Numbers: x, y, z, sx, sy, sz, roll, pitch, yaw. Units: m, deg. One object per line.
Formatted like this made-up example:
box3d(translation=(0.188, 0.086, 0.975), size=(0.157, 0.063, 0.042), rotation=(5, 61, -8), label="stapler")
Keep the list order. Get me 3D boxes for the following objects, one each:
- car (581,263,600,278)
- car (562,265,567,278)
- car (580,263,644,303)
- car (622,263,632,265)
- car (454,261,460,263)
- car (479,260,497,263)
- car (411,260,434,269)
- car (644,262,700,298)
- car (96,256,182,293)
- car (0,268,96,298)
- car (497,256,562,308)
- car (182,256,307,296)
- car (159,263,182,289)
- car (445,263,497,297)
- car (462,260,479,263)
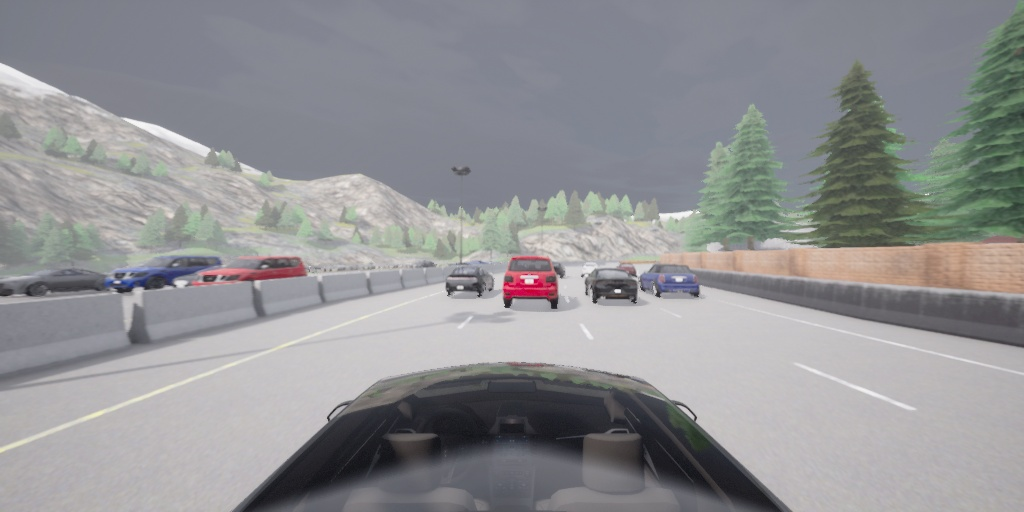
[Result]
box3d(translation=(8.257, 1.444, 37.335), size=(1.812, 1.442, 4.674), rotation=(0, 0, 14), label="car")
box3d(translation=(4.340, 1.407, 36.003), size=(1.837, 1.490, 4.892), rotation=(0, 0, 13), label="car")
box3d(translation=(4.577, 1.303, 17.140), size=(1.882, 1.535, 5.008), rotation=(0, 0, 6), label="car")
box3d(translation=(11.963, 1.456, 37.645), size=(1.812, 1.442, 4.674), rotation=(0, 0, 14), label="car")
box3d(translation=(-9.491, 1.574, 62.743), size=(1.895, 1.301, 4.718), rotation=(0, 0, 21), label="car")
box3d(translation=(-3.025, 1.528, 60.038), size=(2.033, 1.411, 5.357), rotation=(0, 0, 21), label="car")
box3d(translation=(-14.608, 1.434, 58.882), size=(2.128, 1.511, 4.902), rotation=(0, 0, 19), label="car")
box3d(translation=(8.416, 1.198, 19.606), size=(2.097, 1.767, 4.553), rotation=(0, 0, 7), label="car")
box3d(translation=(-19.826, 0.996, 21.034), size=(2.150, 2.045, 5.566), rotation=(0, 0, 7), label="car")
box3d(translation=(-23.591, 1.318, 18.563), size=(1.994, 1.385, 4.181), rotation=(0, 0, 6), label="car")
box3d(translation=(0.916, 1.031, 15.760), size=(2.150, 2.045, 5.566), rotation=(0, 0, 6), label="car")
box3d(translation=(-13.078, 1.004, 18.480), size=(2.150, 2.045, 5.566), rotation=(0, 0, 6), label="car")
box3d(translation=(-16.358, 1.273, 20.408), size=(2.128, 1.511, 4.902), rotation=(0, 0, 7), label="car")
box3d(translation=(-2.175, 1.308, 19.480), size=(2.128, 1.511, 4.902), rotation=(0, 0, 7), label="car")
box3d(translation=(-6.220, 1.455, 61.448), size=(1.882, 1.535, 5.008), rotation=(0, 0, 21), label="car")
